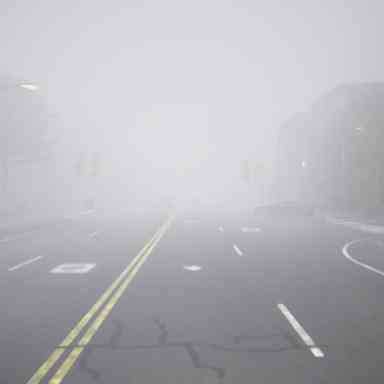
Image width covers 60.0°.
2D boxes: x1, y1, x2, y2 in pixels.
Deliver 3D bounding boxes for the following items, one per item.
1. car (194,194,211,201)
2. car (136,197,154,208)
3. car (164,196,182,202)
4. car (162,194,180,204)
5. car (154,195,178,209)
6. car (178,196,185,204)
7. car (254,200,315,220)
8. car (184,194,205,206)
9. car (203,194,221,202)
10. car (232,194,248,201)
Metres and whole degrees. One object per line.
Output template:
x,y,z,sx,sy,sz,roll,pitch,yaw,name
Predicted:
2.576,1.303,79.323,2.097,1.767,4.553,0,0,33,car
-6.885,1.480,48.801,2.128,1.511,4.902,0,0,3,car
-4.190,1.574,74.075,1.895,1.301,4.718,0,0,30,car
-4.123,1.335,65.899,2.097,1.767,4.553,0,0,18,car
-3.477,1.338,45.149,2.097,1.767,4.553,0,0,1,car
-1.433,1.460,62.677,1.882,1.535,5.008,0,0,16,car
7.803,1.469,28.226,5.008,1.535,1.882,0,1,23,car
0.496,1.532,53.439,2.033,1.411,5.357,0,0,6,car
4.888,1.330,76.510,2.097,1.767,4.553,0,0,33,car
11.535,1.332,79.452,2.097,1.767,4.553,0,0,43,car
